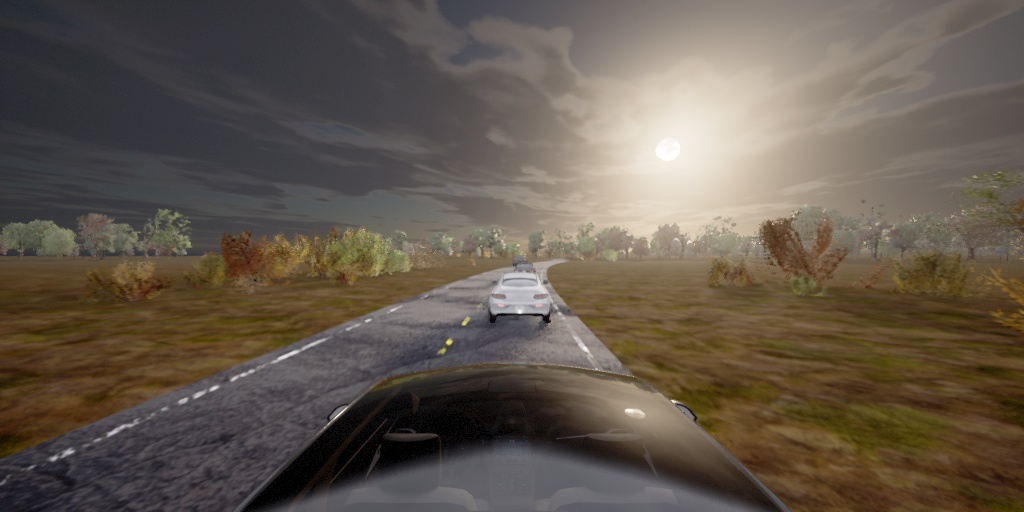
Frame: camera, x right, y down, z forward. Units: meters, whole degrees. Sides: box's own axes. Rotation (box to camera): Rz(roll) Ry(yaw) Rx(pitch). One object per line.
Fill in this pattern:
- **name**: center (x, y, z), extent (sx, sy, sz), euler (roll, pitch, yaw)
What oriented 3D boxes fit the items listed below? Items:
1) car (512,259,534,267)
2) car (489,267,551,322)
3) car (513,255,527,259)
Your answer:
- **car**: center (1.083, 1.236, 29.771), extent (2.033, 1.411, 5.357), euler (0, 0, 4)
- **car**: center (0.263, 1.253, 12.072), extent (1.812, 1.442, 4.674), euler (0, 0, 1)
- **car**: center (1.447, 0.838, 62.861), extent (2.150, 2.045, 5.566), euler (0, 0, 9)
